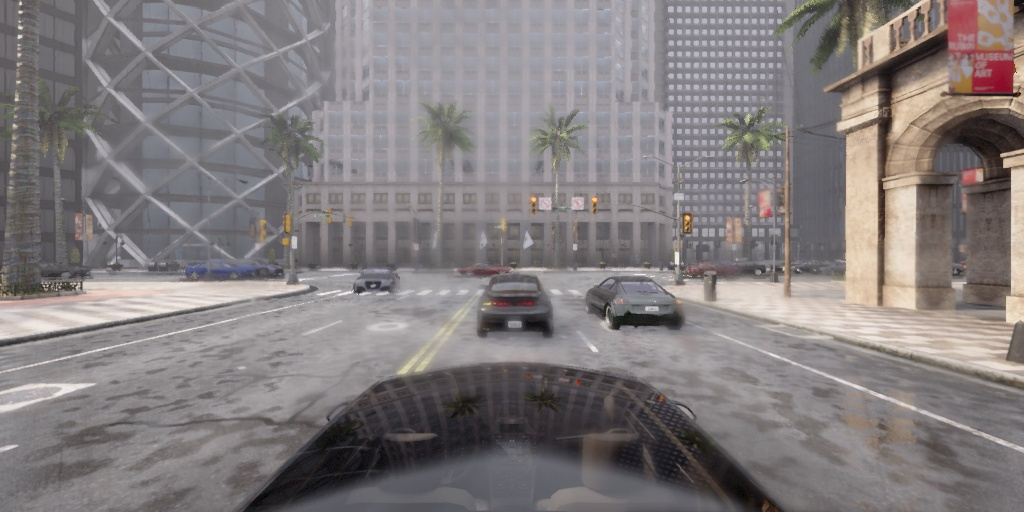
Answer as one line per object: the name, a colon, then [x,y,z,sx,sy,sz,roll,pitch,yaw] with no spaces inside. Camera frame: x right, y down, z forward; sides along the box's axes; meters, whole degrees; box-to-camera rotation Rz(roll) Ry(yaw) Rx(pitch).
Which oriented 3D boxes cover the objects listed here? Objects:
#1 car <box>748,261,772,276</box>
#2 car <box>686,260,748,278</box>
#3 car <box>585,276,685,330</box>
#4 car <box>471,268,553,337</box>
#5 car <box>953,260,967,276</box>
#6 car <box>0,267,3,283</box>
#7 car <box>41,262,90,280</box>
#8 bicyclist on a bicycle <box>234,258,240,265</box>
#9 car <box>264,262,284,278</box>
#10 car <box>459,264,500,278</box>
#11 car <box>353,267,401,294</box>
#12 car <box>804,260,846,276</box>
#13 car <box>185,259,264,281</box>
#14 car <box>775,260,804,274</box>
car: [23.188,1.223,36.759,5.008,1.535,1.882,0,0,0]
car: [18.580,1.272,33.061,4.674,1.442,1.812,0,0,0]
car: [3.582,1.313,11.148,1.994,1.385,4.181,0,0,0]
car: [0.078,1.254,10.283,1.837,1.490,4.892,0,0,0]
car: [43.022,1.237,36.681,4.902,1.511,2.128,0,0,0]
car: [-39.115,1.272,26.207,4.674,1.442,1.812,0,0,-29]
car: [-39.083,1.223,30.040,5.008,1.535,1.882,0,0,-26]
bicyclist on a bicycle: [-35.744,1.045,46.596,0.582,1.620,1.656,0,0,-12]
car: [-23.614,1.098,32.958,4.553,1.767,2.097,0,0,-3]
car: [-2.422,1.346,33.137,4.718,1.301,1.895,0,0,0]
car: [-7.362,1.311,20.013,1.994,1.385,4.181,0,0,-11]
car: [33.056,1.309,36.730,4.181,1.385,1.994,0,0,0]
car: [-23.830,1.224,29.494,5.008,1.535,1.882,0,0,-2]
car: [33.022,1.237,40.228,4.902,1.511,2.128,0,0,0]
